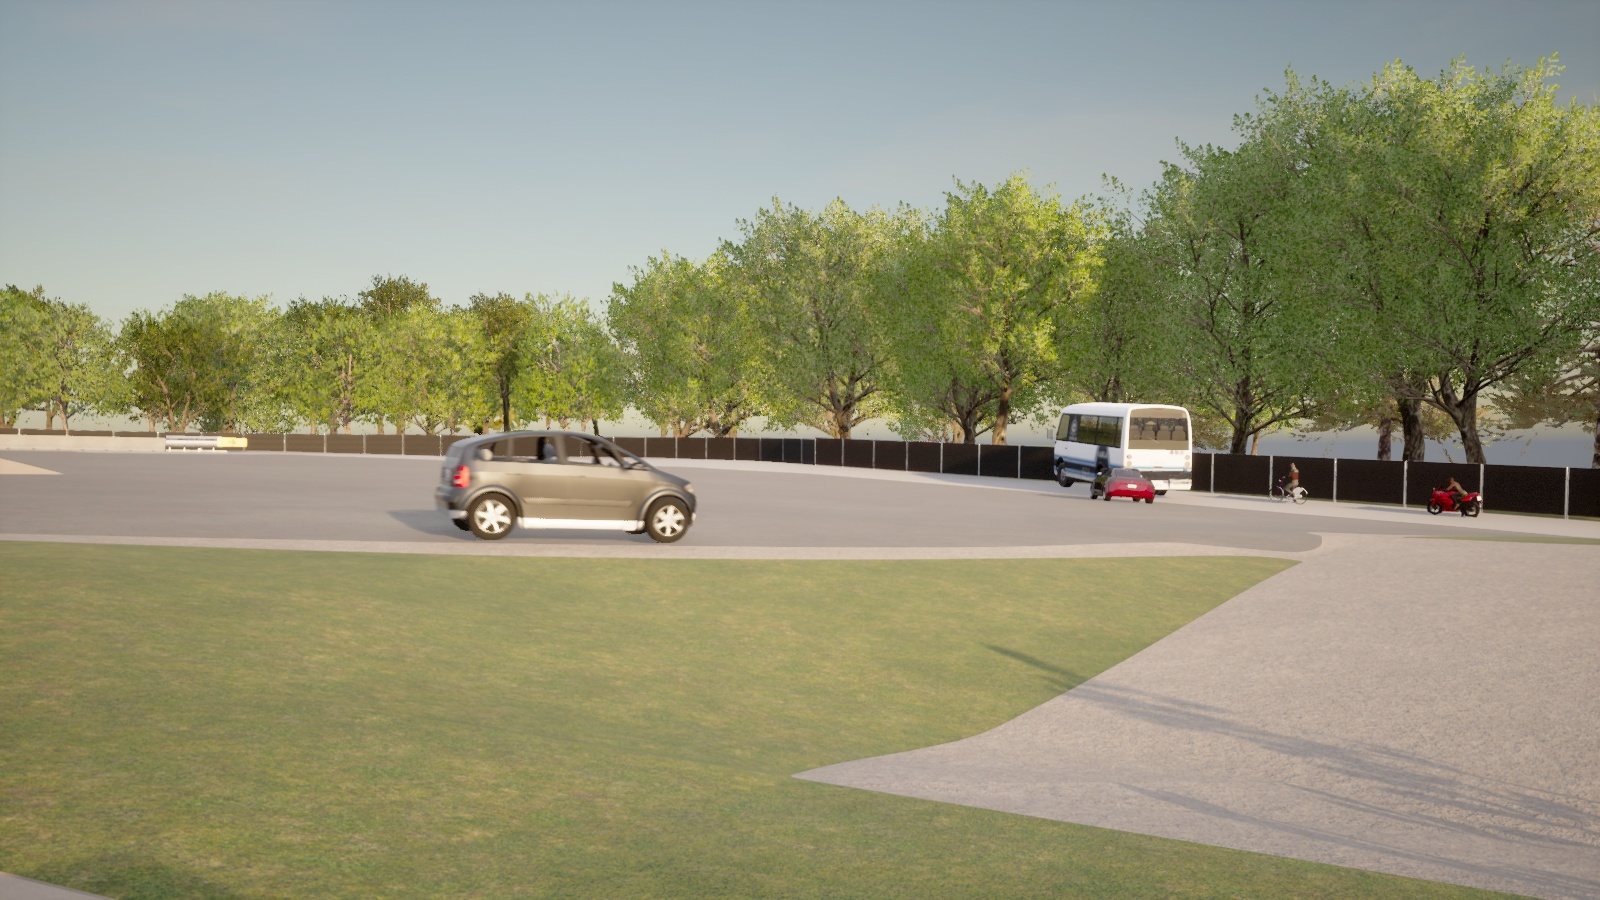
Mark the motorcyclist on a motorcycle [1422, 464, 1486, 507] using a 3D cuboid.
[{"bbox_3d":[25.129,1.346,48.273,0.797,1.523,2.044,-2,2,-38],"label":"motorcyclist on a motorcycle"}]

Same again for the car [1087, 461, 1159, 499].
[{"bbox_3d":[13.017,1.168,50.853,1.994,1.385,4.181,3,0,3],"label":"car"}]

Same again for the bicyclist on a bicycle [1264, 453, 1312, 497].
[{"bbox_3d":[20.961,1.058,53.961,0.659,1.776,1.843,-2,3,-35],"label":"bicyclist on a bicycle"}]

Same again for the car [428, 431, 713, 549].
[{"bbox_3d":[-3.345,0.575,18.303,3.705,1.549,1.789,2,0,-25],"label":"car"}]

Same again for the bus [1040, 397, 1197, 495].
[{"bbox_3d":[15.078,-0.404,60.683,3.944,4.253,10.273,0,3,-7],"label":"bus"}]
